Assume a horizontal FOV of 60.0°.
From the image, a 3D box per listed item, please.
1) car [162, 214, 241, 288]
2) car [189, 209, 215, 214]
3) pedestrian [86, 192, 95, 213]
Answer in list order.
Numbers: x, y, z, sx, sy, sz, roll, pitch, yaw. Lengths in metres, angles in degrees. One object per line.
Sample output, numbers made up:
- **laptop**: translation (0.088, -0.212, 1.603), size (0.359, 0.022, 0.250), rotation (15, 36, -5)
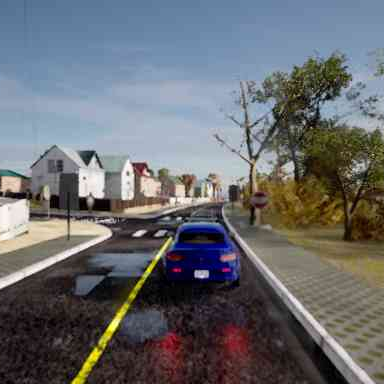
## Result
- **car**: translation (0.251, 1.563, 9.271), size (1.812, 1.442, 4.674), rotation (0, 0, 1)
- **car**: translation (0.612, 1.693, 20.186), size (1.895, 1.301, 4.718), rotation (0, 0, 2)
- **pedestrian**: translation (-8.952, 0.904, 29.285), size (0.375, 1.860, 0.375), rotation (0, -3, 2)
